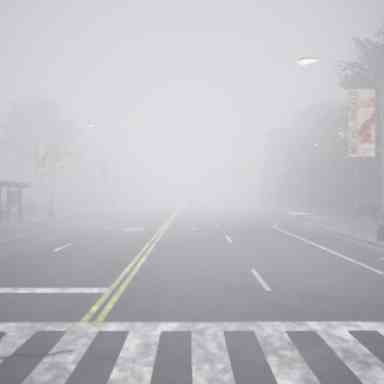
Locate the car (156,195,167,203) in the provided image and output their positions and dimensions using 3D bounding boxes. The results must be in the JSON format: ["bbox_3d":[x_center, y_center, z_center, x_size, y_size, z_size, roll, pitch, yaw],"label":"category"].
[{"bbox_3d":[-6.129,1.507,68.548,2.128,1.511,4.902,0,0,10],"label":"car"}]

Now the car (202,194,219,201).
[{"bbox_3d":[4.663,1.340,79.378,2.097,1.767,4.553,0,0,27],"label":"car"}]

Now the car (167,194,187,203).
[{"bbox_3d":[-2.921,1.340,66.402,2.097,1.767,4.553,0,0,8],"label":"car"}]

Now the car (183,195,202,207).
[{"bbox_3d":[0.082,1.537,52.198,2.033,1.411,5.357,0,0,0],"label":"car"}]

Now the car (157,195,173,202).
[{"bbox_3d":[-6.375,1.504,79.099,2.002,1.452,4.674,0,0,20],"label":"car"}]

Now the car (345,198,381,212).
[{"bbox_3d":[19.630,1.471,37.020,5.008,1.535,1.882,0,0,0],"label":"car"}]
